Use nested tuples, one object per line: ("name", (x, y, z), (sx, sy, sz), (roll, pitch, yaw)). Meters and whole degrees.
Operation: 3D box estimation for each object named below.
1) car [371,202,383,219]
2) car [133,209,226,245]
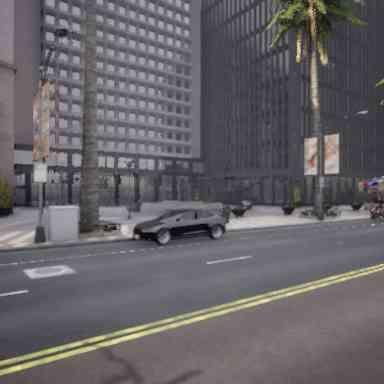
("car", (17.411, 1.480, 28.733), (4.553, 1.767, 2.185), (0, 0, -36))
("car", (-0.481, 1.575, 16.049), (4.786, 1.482, 2.161), (0, 0, -36))
